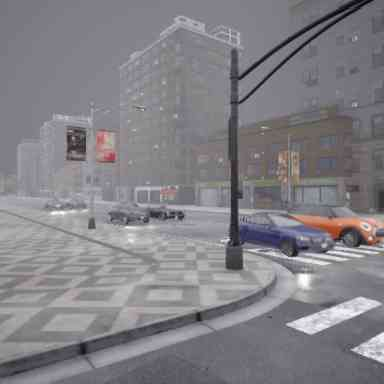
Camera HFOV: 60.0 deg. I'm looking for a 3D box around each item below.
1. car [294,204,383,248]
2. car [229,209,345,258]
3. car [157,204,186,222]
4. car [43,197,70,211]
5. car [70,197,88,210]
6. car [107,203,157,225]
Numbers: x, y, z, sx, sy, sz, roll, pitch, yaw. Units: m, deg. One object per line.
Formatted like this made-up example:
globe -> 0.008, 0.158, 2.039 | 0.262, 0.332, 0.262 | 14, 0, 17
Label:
car -> 6.453, 1.378, 15.233 | 2.097, 1.767, 4.553 | 0, 0, -36
car -> 3.320, 1.553, 13.257 | 1.812, 1.442, 4.674 | 0, 0, -30
car -> -2.494, 1.687, 27.519 | 1.895, 1.301, 4.718 | 0, 0, -36
car -> -18.096, 1.642, 43.536 | 2.128, 1.511, 4.902 | 0, 0, -36
car -> -16.262, 1.504, 46.557 | 2.097, 1.767, 4.553 | 0, 0, -36
car -> -4.911, 1.591, 25.318 | 1.837, 1.490, 4.892 | 0, -1, -36
